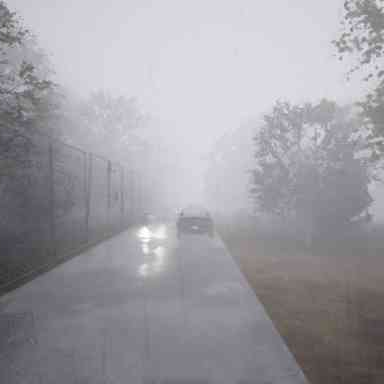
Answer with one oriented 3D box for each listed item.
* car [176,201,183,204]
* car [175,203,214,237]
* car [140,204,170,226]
[{"bbox_3d":[-2.304,2.583,66.834,1.812,1.442,4.674,0,-1,1],"label":"car"},{"bbox_3d":[0.161,1.587,18.612,1.882,1.535,5.008,0,-1,0],"label":"car"},{"bbox_3d":[-2.750,1.686,25.600,2.128,1.511,4.902,0,-1,0],"label":"car"}]
